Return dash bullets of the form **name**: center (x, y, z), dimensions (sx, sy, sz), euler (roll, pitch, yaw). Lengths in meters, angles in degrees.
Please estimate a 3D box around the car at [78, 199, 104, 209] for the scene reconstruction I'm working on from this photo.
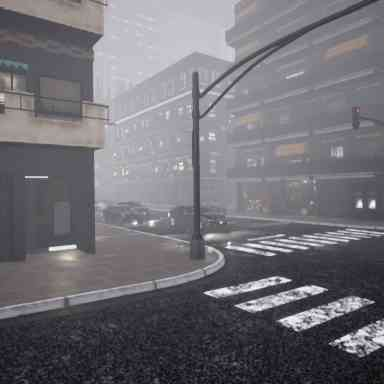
- **car**: center (-13.987, 1.608, 45.902), dimensions (1.895, 1.301, 4.718), euler (-1, 1, -36)

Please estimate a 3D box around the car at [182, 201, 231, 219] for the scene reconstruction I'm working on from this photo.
- **car**: center (1.198, 1.512, 29.152), dimensions (2.008, 1.369, 4.403), euler (-1, 1, -36)

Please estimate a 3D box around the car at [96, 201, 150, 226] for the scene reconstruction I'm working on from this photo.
- **car**: center (-5.182, 1.632, 24.527), dimensions (1.947, 1.339, 4.313), euler (-1, 1, -36)

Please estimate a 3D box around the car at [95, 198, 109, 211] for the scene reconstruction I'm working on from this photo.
- **car**: center (-11.347, 1.568, 37.244), dimensions (1.812, 1.442, 4.674), euler (-1, 1, -36)

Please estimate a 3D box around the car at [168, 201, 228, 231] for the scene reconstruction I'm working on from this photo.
- **car**: center (0.268, 1.534, 21.209), dimensions (1.837, 1.490, 4.892), euler (-1, 1, -36)

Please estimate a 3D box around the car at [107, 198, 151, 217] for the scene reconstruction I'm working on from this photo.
- **car**: center (-5.300, 1.540, 28.887), dimensions (1.837, 1.490, 4.892), euler (-1, 1, -36)
